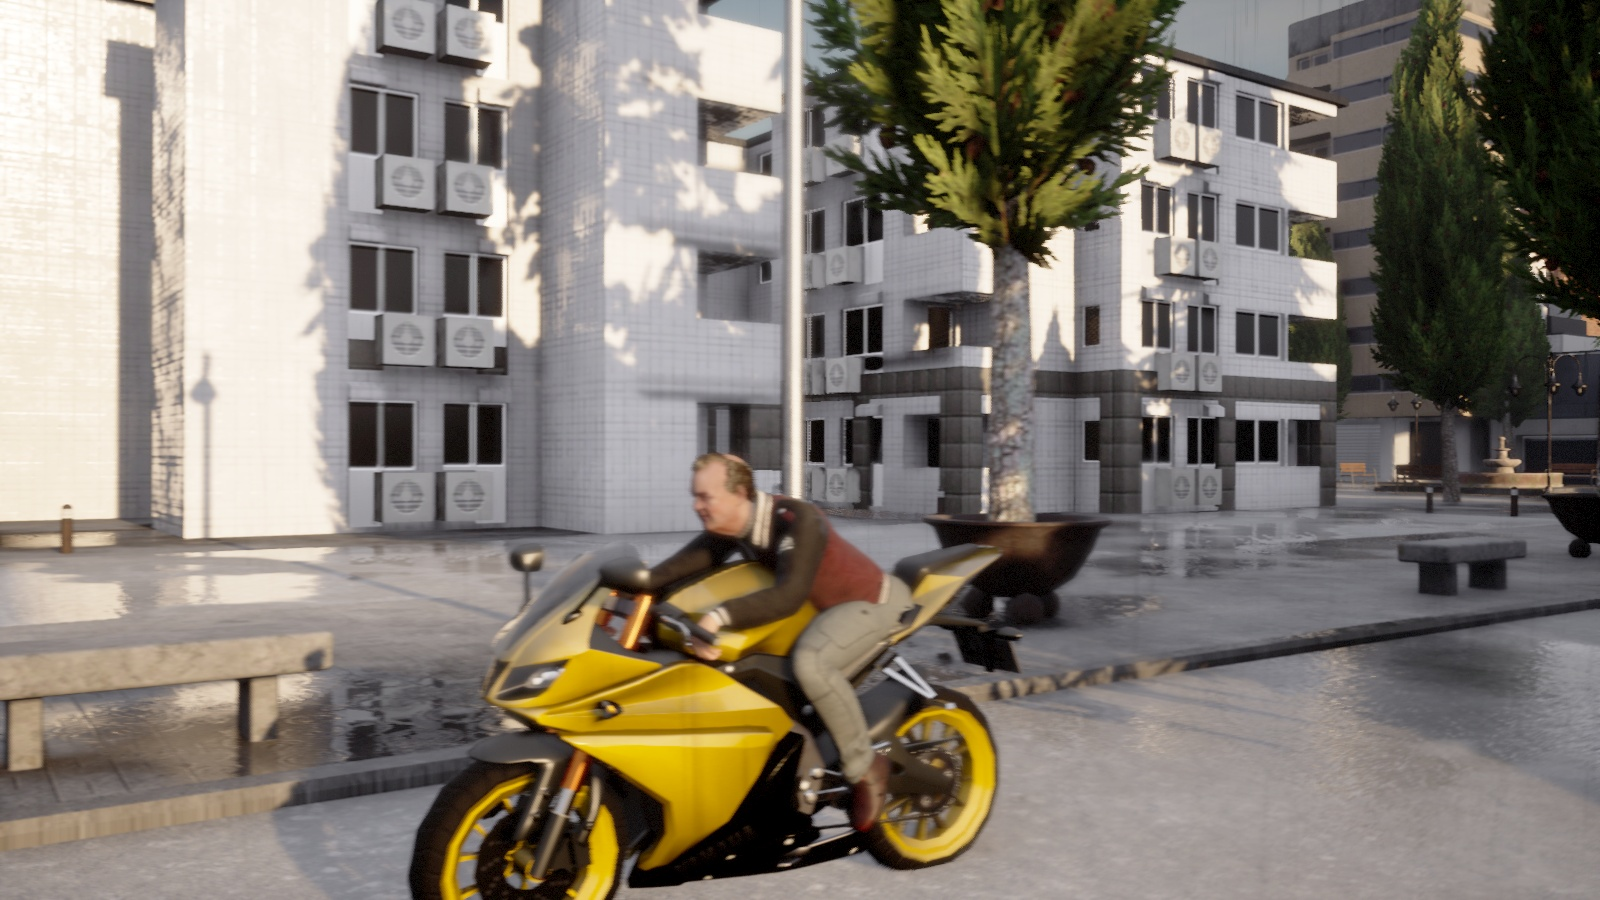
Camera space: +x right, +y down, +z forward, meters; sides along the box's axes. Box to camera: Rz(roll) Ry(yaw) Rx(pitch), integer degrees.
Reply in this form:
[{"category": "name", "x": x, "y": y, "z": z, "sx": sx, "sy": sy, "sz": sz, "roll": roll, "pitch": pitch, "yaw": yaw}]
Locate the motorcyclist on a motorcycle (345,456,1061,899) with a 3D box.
[{"category": "motorcyclist on a motorcycle", "x": -0.240, "y": 0.790, "z": 4.100, "sx": 2.191, "sy": 1.530, "sz": 0.866, "roll": 0, "pitch": 0, "yaw": -35}]
